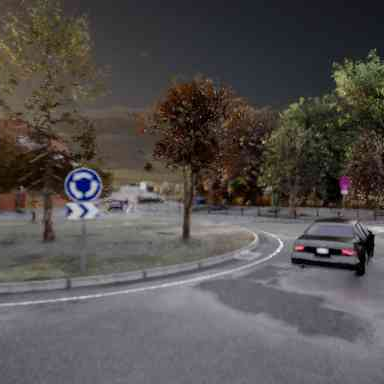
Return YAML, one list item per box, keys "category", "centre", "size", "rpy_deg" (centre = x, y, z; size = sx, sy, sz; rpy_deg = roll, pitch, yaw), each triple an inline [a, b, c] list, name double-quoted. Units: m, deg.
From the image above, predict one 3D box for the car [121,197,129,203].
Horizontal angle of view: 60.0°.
- category: "car"
  centre: [-17.590, 2.123, 87.661]
  size: [1.837, 1.490, 4.892]
  rpy_deg: [0, -1, -10]

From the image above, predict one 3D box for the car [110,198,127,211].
- category: "car"
  centre: [-10.684, 1.878, 47.012]
  size: [2.033, 1.411, 5.357]
  rpy_deg: [0, -1, -9]

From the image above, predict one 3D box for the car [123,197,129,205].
- category: "car"
  centre: [-15.034, 2.119, 72.884]
  size: [1.882, 1.535, 5.008]
  rpy_deg: [0, -1, -10]

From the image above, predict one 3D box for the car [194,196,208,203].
- category: "car"
  centre: [2.072, 2.133, 84.744]
  size: [4.553, 1.767, 2.185]
  rpy_deg: [0, 0, -11]

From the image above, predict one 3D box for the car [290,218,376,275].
- category: "car"
  centre: [4.666, 1.552, 10.626]
  size: [2.033, 1.411, 5.357]
  rpy_deg: [0, 0, 32]

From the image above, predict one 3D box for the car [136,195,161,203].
- category: "car"
  centre: [-10.755, 1.958, 85.166]
  size: [5.566, 2.045, 2.435]
  rpy_deg: [0, -1, -10]
